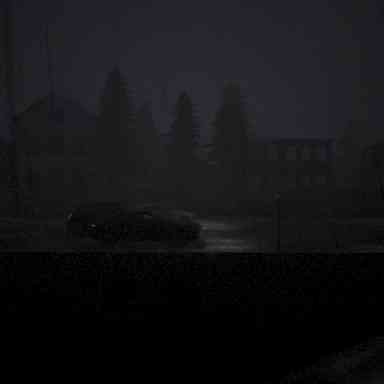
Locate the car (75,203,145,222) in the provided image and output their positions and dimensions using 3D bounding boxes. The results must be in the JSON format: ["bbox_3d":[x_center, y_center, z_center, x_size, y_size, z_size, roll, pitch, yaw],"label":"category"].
[{"bbox_3d":[-5.970,1.509,24.641,4.718,1.301,1.895,0,0,0],"label":"car"}]

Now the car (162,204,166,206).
[{"bbox_3d":[-2.092,1.452,21.125,4.674,1.442,1.812,0,0,0],"label":"car"}]

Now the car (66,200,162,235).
[{"bbox_3d":[-4.123,1.286,17.628,4.553,1.767,2.097,0,0,0],"label":"car"}]

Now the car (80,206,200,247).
[{"bbox_3d":[-2.017,1.475,14.125,4.674,1.442,1.812,0,0,0],"label":"car"}]
